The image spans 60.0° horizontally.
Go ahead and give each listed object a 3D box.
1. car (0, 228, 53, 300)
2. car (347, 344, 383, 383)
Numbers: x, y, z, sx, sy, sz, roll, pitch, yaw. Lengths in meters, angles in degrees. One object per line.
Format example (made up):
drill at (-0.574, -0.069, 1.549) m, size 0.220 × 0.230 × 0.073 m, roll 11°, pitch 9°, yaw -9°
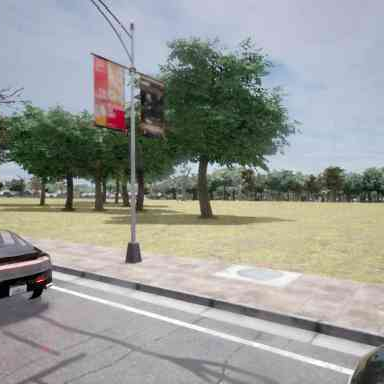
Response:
car at (-5.009, 1.515, 7.229) m, size 4.902 × 1.511 × 2.128 m, roll 0°, pitch 0°, yaw 36°
car at (3.267, 1.493, 1.346) m, size 4.902 × 1.511 × 2.128 m, roll 0°, pitch 0°, yaw 36°
